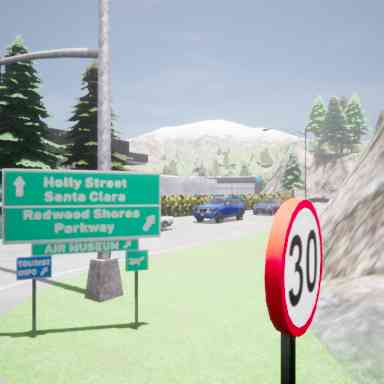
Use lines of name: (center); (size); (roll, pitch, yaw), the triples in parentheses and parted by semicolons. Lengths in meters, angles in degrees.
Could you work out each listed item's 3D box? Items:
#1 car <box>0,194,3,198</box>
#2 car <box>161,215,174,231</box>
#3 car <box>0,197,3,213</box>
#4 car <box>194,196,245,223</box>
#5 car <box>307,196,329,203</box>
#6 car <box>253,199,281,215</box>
car: (-38.725, 1.484, 69.883); (4.514, 1.523, 2.007); (0, 0, 35)
car: (-3.253, 1.791, 20.021); (1.895, 1.301, 4.718); (0, 0, 36)
car: (-12.410, 1.503, 26.008); (1.905, 1.878, 3.866); (0, 0, 35)
car: (2.431, 1.412, 27.877); (2.150, 2.045, 5.566); (0, 0, 36)
car: (28.319, 1.715, 74.690); (2.128, 1.511, 4.902); (0, 0, -42)
car: (8.345, 1.543, 36.034); (2.097, 1.767, 4.553); (0, 0, 36)
